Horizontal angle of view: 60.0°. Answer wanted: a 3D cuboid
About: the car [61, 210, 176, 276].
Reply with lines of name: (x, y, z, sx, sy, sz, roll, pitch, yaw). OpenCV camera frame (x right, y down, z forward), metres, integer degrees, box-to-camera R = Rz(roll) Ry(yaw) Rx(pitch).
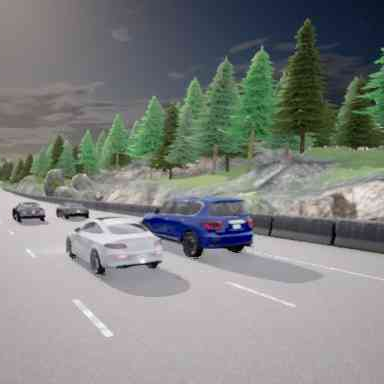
car: (-2.547, 1.511, 10.438, 1.812, 1.442, 4.674, 0, 0, -34)

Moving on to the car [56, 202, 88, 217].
car: (-10.249, 1.517, 28.389, 1.994, 1.385, 4.181, 0, 0, -34)

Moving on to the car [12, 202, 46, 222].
car: (-12.670, 1.499, 25.707, 2.033, 1.411, 5.357, 0, 0, -34)

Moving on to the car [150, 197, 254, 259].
car: (-0.032, 1.208, 12.980, 2.150, 2.045, 5.566, 0, 0, -34)
